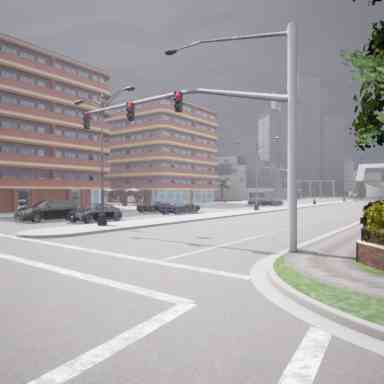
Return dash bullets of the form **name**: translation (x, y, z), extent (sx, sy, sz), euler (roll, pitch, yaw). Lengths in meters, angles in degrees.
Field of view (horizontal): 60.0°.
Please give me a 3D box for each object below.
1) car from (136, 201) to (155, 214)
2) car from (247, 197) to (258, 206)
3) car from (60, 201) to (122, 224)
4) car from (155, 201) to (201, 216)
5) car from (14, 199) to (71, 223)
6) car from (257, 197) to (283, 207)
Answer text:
- **car**: translation (-3.783, 1.600, 35.655), extent (1.895, 1.301, 4.718), euler (0, 0, 36)
- **car**: translation (11.286, 1.547, 56.181), extent (2.033, 1.411, 5.357), euler (0, 0, 36)
- **car**: translation (-7.259, 1.564, 24.929), extent (1.994, 1.385, 4.181), euler (0, 0, 36)
- **car**: translation (-1.188, 1.601, 33.268), extent (1.895, 1.301, 4.718), euler (0, 0, 36)
- **car**: translation (-11.117, 1.353, 25.586), extent (2.097, 1.767, 4.553), euler (0, 0, 36)
- **car**: translation (12.482, 1.601, 51.918), extent (1.895, 1.301, 4.718), euler (0, 0, 37)
